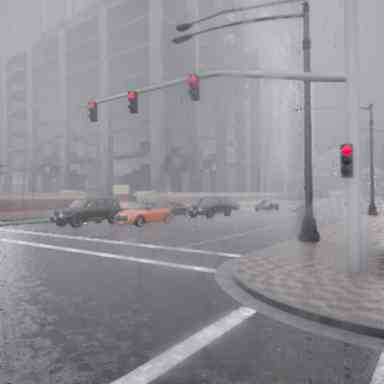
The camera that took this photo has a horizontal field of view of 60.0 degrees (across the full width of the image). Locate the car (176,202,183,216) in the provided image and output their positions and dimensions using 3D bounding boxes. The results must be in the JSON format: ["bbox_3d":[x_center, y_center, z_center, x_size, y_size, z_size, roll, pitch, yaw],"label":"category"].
[{"bbox_3d":[-1.997,1.781,33.134,1.837,1.490,4.892,-1,-1,36],"label":"car"}]

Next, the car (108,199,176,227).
[{"bbox_3d":[-3.619,1.582,24.915,2.097,1.767,4.553,-1,-1,36],"label":"car"}]

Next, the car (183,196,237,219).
[{"bbox_3d":[1.871,1.447,32.514,2.150,2.045,5.566,-1,0,36],"label":"car"}]

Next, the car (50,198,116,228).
[{"bbox_3d":[-7.787,1.498,25.125,2.150,2.045,5.566,-1,-1,36],"label":"car"}]

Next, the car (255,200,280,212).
[{"bbox_3d":[9.846,1.754,43.513,1.812,1.442,4.674,-1,0,36],"label":"car"}]

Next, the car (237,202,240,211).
[{"bbox_3d":[4.312,1.768,41.855,2.128,1.511,4.902,-1,-1,36],"label":"car"}]

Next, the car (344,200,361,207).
[{"bbox_3d":[25.740,1.658,53.267,1.812,1.442,4.674,-1,-1,36],"label":"car"}]
